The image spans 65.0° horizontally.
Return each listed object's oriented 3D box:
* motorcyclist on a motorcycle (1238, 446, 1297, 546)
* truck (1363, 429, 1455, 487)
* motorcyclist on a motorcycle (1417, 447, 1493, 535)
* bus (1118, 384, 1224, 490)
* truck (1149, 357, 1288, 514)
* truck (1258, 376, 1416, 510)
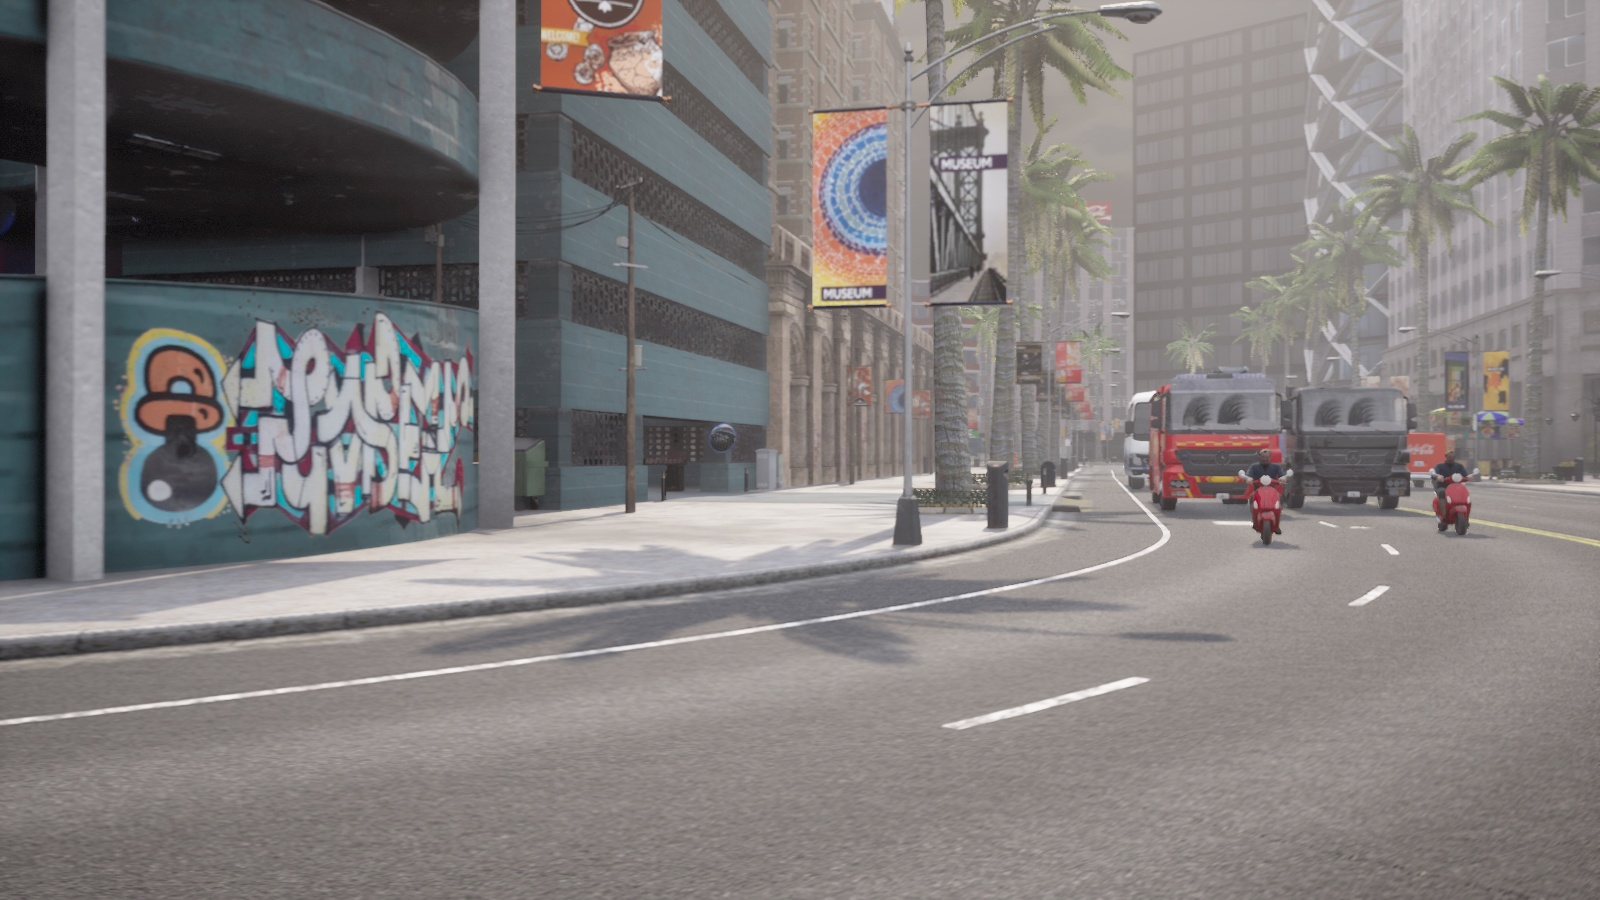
[{"bbox_3d":[7.804,0.745,21.033,0.866,1.590,1.817,-1,0,19],"label":"motorcyclist on a motorcycle"},{"bbox_3d":[27.166,0.366,56.267,2.627,2.467,5.204,0,0,13],"label":"truck"},{"bbox_3d":[12.263,0.741,23.576,0.866,1.590,1.817,0,0,14],"label":"motorcyclist on a motorcycle"},{"bbox_3d":[16.291,-0.497,55.889,3.944,4.253,10.273,0,0,13],"label":"bus"},{"bbox_3d":[11.382,-0.338,34.920,2.891,3.827,8.468,0,0,13],"label":"truck"},{"bbox_3d":[15.357,-0.161,36.543,2.891,3.462,7.936,0,0,13],"label":"truck"}]
